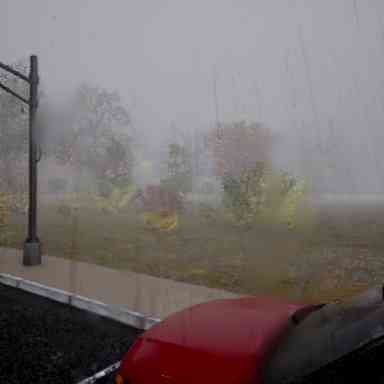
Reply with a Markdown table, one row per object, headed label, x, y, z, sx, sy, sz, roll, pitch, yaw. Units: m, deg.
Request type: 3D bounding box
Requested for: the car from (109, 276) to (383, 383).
| label | x | y | z | sx | sy | sz | roll | pitch | yaw |
| --- | --- | --- | --- | --- | --- | --- | --- | --- | --- |
| car | 1.712 | 1.316 | 1.644 | 5.009 | 1.841 | 2.192 | 0 | 1 | 35 |
